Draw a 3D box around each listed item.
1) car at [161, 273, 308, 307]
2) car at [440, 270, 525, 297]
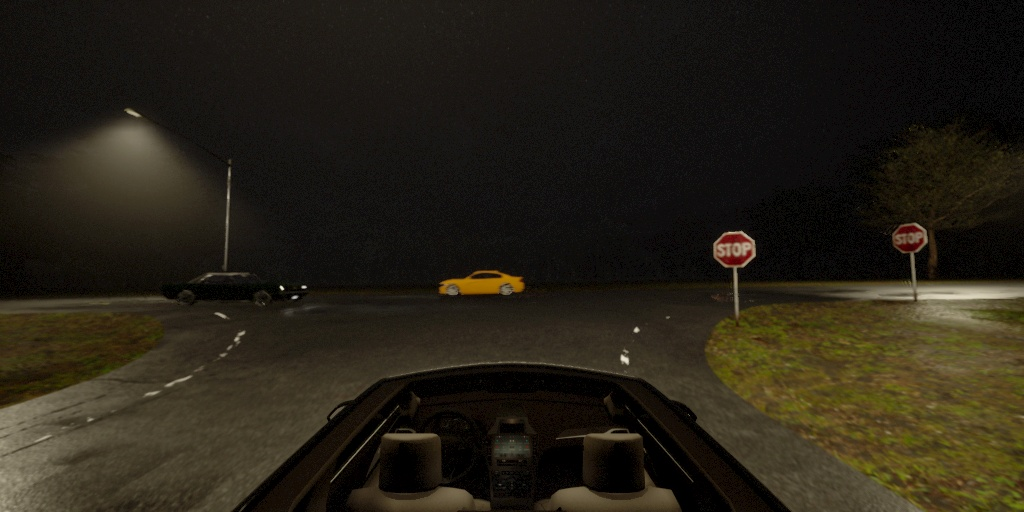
[{"bbox_3d":[-10.925,1.335,14.408,4.718,1.301,1.895,0,-4,1],"label":"car"},{"bbox_3d":[-1.765,1.622,21.396,5.008,1.535,1.882,-1,-2,-1],"label":"car"}]
